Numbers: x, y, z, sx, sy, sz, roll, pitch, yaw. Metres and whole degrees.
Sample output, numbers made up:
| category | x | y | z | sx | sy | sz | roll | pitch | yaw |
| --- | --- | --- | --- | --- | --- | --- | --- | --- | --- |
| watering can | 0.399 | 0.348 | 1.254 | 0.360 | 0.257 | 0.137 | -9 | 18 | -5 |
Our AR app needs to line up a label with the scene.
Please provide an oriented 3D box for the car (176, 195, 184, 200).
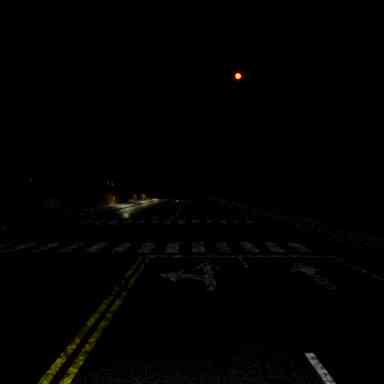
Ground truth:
| category | x | y | z | sx | sy | sz | roll | pitch | yaw |
| --- | --- | --- | --- | --- | --- | --- | --- | --- | --- |
| car | -3.142 | 1.485 | 87.804 | 2.033 | 1.411 | 5.357 | 0 | 0 | 0 |
